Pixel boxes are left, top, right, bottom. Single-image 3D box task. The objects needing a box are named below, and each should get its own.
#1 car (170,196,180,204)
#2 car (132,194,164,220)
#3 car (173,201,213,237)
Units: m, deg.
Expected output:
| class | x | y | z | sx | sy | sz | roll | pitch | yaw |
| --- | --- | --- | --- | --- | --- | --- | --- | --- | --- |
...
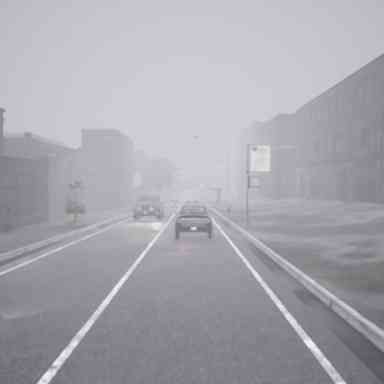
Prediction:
| class | x | y | z | sx | sy | sz | roll | pitch | yaw |
| --- | --- | --- | --- | --- | --- | --- | --- | --- | --- |
| car | -3.428 | 1.583 | 68.750 | 1.882 | 1.535 | 5.008 | 0 | 0 | 0 |
| car | -3.565 | 1.221 | 28.151 | 2.150 | 2.045 | 5.566 | 0 | 0 | 0 |
| car | 0.077 | 1.484 | 17.850 | 2.128 | 1.511 | 4.902 | 0 | 0 | 0 |
